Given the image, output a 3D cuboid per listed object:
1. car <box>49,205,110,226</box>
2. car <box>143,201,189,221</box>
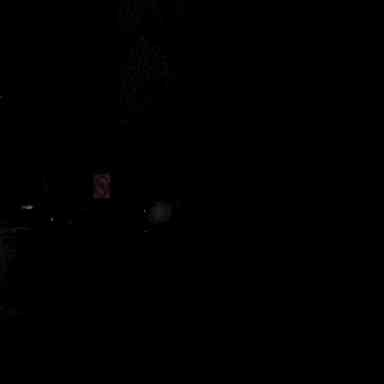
[{"bbox_3d":[-8.769,1.759,26.239,2.128,1.511,4.902,-1,-1,36],"label":"car"},{"bbox_3d":[-2.277,1.618,29.644,2.097,1.767,4.553,-1,-1,36],"label":"car"}]
